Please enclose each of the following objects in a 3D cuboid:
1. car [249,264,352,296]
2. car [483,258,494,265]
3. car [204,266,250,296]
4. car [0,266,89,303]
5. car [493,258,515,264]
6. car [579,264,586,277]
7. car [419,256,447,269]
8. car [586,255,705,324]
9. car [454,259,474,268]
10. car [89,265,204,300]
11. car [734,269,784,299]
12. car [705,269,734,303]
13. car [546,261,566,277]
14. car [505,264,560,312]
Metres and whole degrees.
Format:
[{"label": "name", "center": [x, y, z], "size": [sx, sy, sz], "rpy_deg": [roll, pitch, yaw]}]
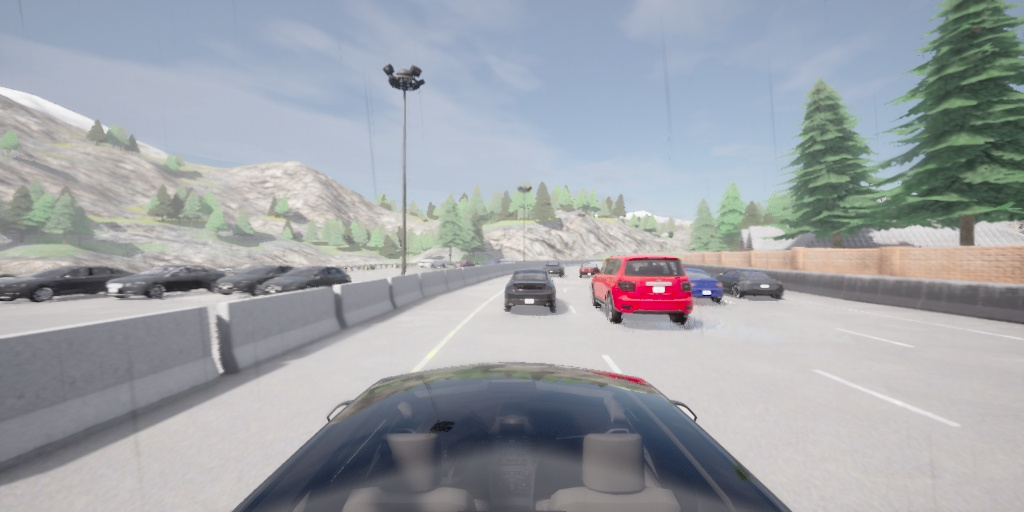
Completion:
[{"label": "car", "center": [-9.677, 1.230, 17.282], "size": [1.837, 1.490, 4.892], "rpy_deg": [0, 0, 6]}, {"label": "car", "center": [-3.181, 1.095, 60.166], "size": [2.097, 1.767, 4.553], "rpy_deg": [0, 0, 21]}, {"label": "car", "center": [-13.005, 1.221, 18.997], "size": [1.837, 1.490, 4.892], "rpy_deg": [0, 0, 7]}, {"label": "car", "center": [-20.286, 1.202, 16.485], "size": [1.837, 1.490, 4.892], "rpy_deg": [0, 0, 5]}, {"label": "car", "center": [-0.839, 1.275, 56.425], "size": [1.812, 1.442, 4.674], "rpy_deg": [0, 0, 20]}, {"label": "car", "center": [7.659, 1.372, 35.275], "size": [1.895, 1.301, 4.718], "rpy_deg": [0, 0, 13]}, {"label": "car", "center": [-12.221, 0.940, 55.640], "size": [2.150, 2.045, 5.566], "rpy_deg": [0, 0, 19]}, {"label": "car", "center": [4.082, 0.982, 12.169], "size": [2.150, 2.045, 5.566], "rpy_deg": [0, 0, 4]}, {"label": "car", "center": [-7.683, 1.257, 57.999], "size": [1.812, 1.442, 4.674], "rpy_deg": [0, 0, 19]}, {"label": "car", "center": [-16.667, 1.198, 17.653], "size": [2.128, 1.511, 4.902], "rpy_deg": [0, 0, 6]}, {"label": "car", "center": [11.757, 1.345, 18.321], "size": [1.994, 1.385, 4.181], "rpy_deg": [0, 0, 7]}, {"label": "car", "center": [8.030, 1.297, 16.646], "size": [1.812, 1.442, 4.674], "rpy_deg": [0, 0, 6]}, {"label": "car", "center": [4.227, 1.253, 35.838], "size": [2.128, 1.511, 4.902], "rpy_deg": [0, 0, 13]}, {"label": "car", "center": [0.790, 1.257, 14.347], "size": [1.837, 1.490, 4.892], "rpy_deg": [0, 0, 5]}]
